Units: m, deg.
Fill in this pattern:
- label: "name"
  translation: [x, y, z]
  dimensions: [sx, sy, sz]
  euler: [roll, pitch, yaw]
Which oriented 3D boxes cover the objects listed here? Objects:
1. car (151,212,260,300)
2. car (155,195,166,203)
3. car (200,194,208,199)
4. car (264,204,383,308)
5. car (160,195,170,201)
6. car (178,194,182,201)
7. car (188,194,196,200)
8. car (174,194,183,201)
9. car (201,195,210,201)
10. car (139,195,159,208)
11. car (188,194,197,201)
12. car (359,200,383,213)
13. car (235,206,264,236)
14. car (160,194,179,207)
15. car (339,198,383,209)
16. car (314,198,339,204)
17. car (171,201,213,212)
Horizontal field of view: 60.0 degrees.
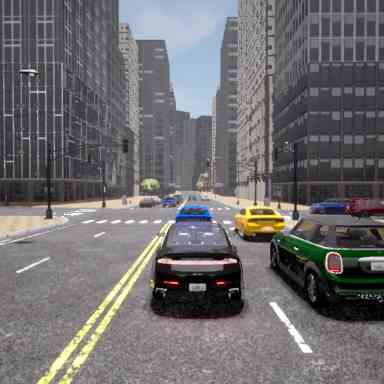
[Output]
- label: "car"
  translation: [0.105, 1.487, 8.364]
  dimensions: [2.128, 1.511, 4.902]
  euler: [0, 0, 0]
- label: "car"
  translation: [-6.445, 1.444, 69.053]
  dimensions: [1.837, 1.490, 4.892]
  euler: [0, 0, 0]
- label: "car"
  translation: [3.324, 1.334, 90.700]
  dimensions: [1.895, 1.301, 4.718]
  euler: [0, 0, 0]
- label: "car"
  translation: [3.356, 1.348, 8.076]
  dimensions: [2.097, 1.767, 4.553]
  euler: [0, 0, 0]
- label: "car"
  translation: [-6.435, 1.473, 80.520]
  dimensions: [1.994, 1.385, 4.181]
  euler: [0, 0, 0]
- label: "car"
  translation: [-3.277, 1.517, 58.606]
  dimensions: [1.994, 1.385, 4.181]
  euler: [0, 0, 1]
- label: "car"
  translation: [0.073, 1.264, 90.673]
  dimensions: [2.128, 1.511, 4.902]
  euler: [0, 0, 0]
- label: "car"
  translation: [-3.186, 1.280, 79.269]
  dimensions: [2.097, 1.767, 4.553]
  euler: [0, 0, 0]
- label: "car"
  translation: [3.316, 1.510, 80.698]
  dimensions: [1.895, 1.301, 4.718]
  euler: [0, 0, 0]
- label: "car"
  translation: [-6.545, 1.511, 49.135]
  dimensions: [2.033, 1.411, 5.357]
  euler: [0, 0, 0]
- label: "car"
  translation: [0.066, 1.270, 80.641]
  dimensions: [2.097, 1.767, 4.553]
  euler: [0, 0, 0]
- label: "car"
  translation: [21.840, 1.641, 37.734]
  dimensions: [4.829, 1.417, 1.752]
  euler: [1, 0, 1]
- label: "car"
  translation: [3.363, 1.468, 17.256]
  dimensions: [1.882, 1.535, 5.008]
  euler: [0, 0, 0]
- label: "car"
  translation: [-3.300, 1.489, 49.564]
  dimensions: [1.812, 1.442, 4.674]
  euler: [0, 0, 0]
- label: "car"
  translation: [16.225, 1.518, 29.453]
  dimensions: [5.009, 1.841, 2.192]
  euler: [1, 0, 1]
- label: "car"
  translation: [14.912, 1.449, 35.256]
  dimensions: [4.553, 1.767, 2.097]
  euler: [1, 1, 1]
- label: "car"
  translation: [0.118, 1.468, 17.868]
  dimensions: [1.882, 1.535, 5.008]
  euler: [0, 0, 1]
